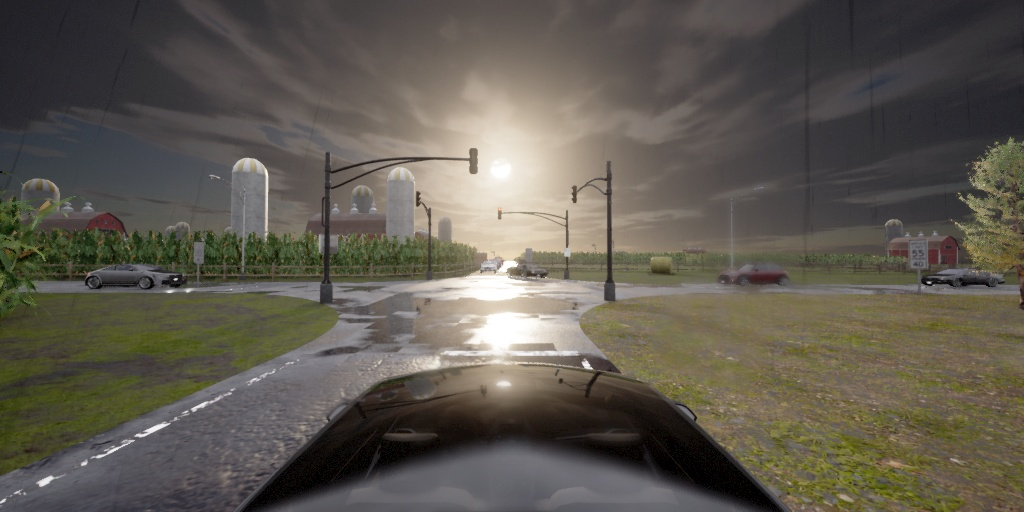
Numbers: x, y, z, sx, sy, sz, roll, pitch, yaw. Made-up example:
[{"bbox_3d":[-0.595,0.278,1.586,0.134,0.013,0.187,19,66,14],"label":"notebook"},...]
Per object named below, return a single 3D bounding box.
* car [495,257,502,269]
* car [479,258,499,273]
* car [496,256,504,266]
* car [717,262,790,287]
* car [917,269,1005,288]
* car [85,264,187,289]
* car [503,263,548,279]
[{"bbox_3d":[-2.861,1.329,53.510,1.812,1.442,4.674,0,0,0],"label":"car"},{"bbox_3d":[-2.807,1.314,43.480,1.812,1.442,4.674,0,0,-1],"label":"car"},{"bbox_3d":[-2.873,1.301,63.995,1.882,1.535,5.008,0,0,0],"label":"car"},{"bbox_3d":[17.625,1.320,26.309,4.553,1.767,2.097,1,-1,-4],"label":"car"},{"bbox_3d":[34.441,1.674,27.534,5.357,1.411,2.033,1,-1,-4],"label":"car"},{"bbox_3d":[-20.968,1.118,20.125,4.181,1.385,1.994,0,-1,-3],"label":"car"},{"bbox_3d":[1.314,1.381,33.010,1.895,1.301,4.718,0,0,-28],"label":"car"}]
